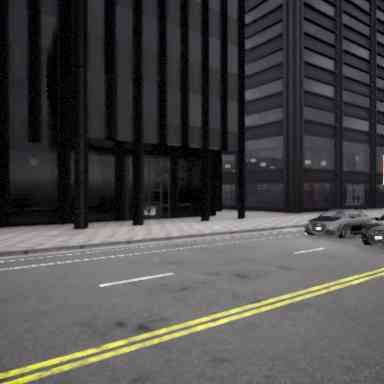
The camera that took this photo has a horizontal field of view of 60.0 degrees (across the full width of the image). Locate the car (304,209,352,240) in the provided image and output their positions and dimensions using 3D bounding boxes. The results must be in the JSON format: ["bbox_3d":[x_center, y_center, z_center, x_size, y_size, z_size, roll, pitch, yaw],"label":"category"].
[{"bbox_3d":[7.714,1.574,17.169,4.181,1.385,1.994,0,0,-35],"label":"car"}]

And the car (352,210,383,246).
[{"bbox_3d":[9.202,1.487,14.239,5.008,1.535,1.882,0,0,-35],"label":"car"}]
